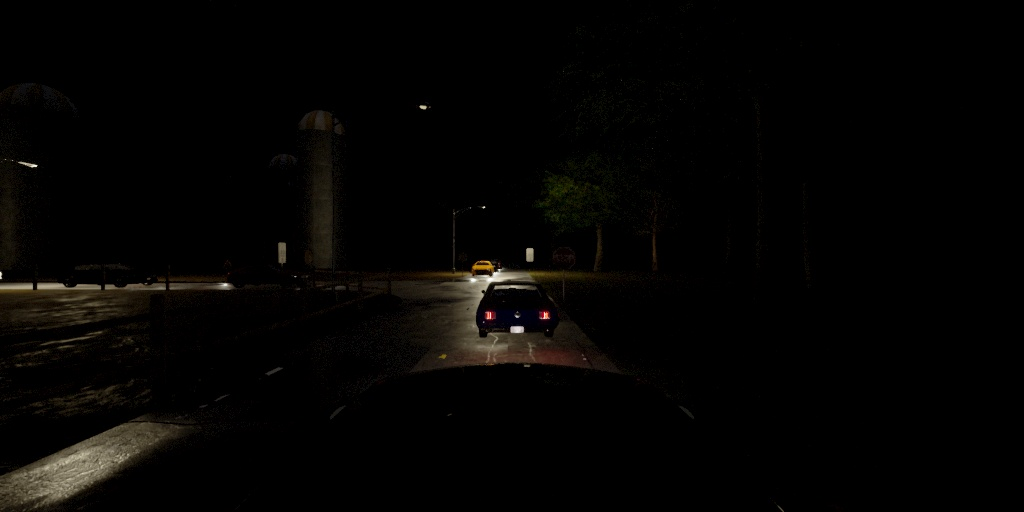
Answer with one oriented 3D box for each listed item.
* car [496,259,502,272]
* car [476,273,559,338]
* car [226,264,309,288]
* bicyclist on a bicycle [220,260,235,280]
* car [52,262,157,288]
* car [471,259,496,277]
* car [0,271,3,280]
[{"bbox_3d":[-2.831,1.300,47.182,2.128,1.511,4.902,0,0,0],"label":"car"},{"bbox_3d":[0.060,1.350,10.201,1.895,1.301,4.718,0,0,-2],"label":"car"},{"bbox_3d":[-15.495,1.240,22.844,4.674,1.442,1.812,0,0,-2],"label":"car"},{"bbox_3d":[-22.734,1.135,28.724,0.582,1.620,1.656,0,0,0],"label":"bicyclist on a bicycle"},{"bbox_3d":[-25.541,1.168,22.726,5.008,1.535,1.882,0,0,0],"label":"car"},{"bbox_3d":[-2.842,1.243,35.238,1.882,1.535,5.008,0,0,0],"label":"car"},{"bbox_3d":[-36.092,0.886,22.654,5.566,2.045,2.150,0,0,0],"label":"car"}]
